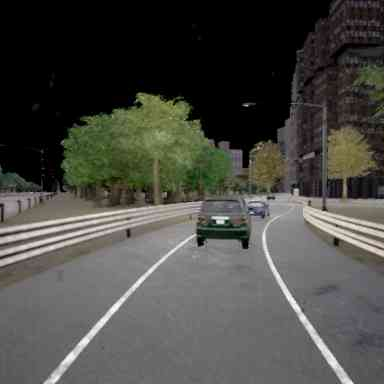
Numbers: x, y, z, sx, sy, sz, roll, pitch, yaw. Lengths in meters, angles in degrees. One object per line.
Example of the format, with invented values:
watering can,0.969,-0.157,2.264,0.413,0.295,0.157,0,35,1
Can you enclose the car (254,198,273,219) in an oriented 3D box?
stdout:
car,5.759,1.552,29.608,1.812,1.442,4.674,0,0,21

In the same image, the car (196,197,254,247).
car,1.591,1.229,15.272,2.150,2.045,5.566,0,0,11

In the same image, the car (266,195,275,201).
car,20.840,1.454,88.393,1.882,1.535,5.008,0,0,3
